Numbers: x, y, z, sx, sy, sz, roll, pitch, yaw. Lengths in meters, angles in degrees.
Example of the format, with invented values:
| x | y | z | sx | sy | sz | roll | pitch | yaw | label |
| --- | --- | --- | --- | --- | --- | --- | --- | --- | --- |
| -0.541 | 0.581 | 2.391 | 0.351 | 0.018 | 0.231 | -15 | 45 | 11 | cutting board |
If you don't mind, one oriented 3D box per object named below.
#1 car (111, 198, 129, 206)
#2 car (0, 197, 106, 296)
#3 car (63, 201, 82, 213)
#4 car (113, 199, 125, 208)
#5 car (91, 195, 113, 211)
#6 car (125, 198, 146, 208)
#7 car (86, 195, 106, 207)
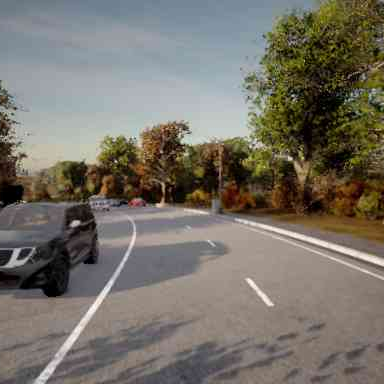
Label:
| x | y | z | sx | sy | sz | roll | pitch | yaw | label |
| --- | --- | --- | --- | --- | --- | --- | --- | --- | --- |
| -13.731 | 1.920 | 63.200 | 1.895 | 1.301 | 4.718 | -2 | 0 | -32 | car |
| -4.055 | 1.284 | 9.075 | 2.150 | 2.045 | 5.566 | 0 | -1 | -4 | car |
| -16.047 | 1.982 | 44.579 | 2.033 | 1.411 | 5.357 | -2 | 0 | -23 | car |
| -13.444 | 1.897 | 55.453 | 2.033 | 1.411 | 5.357 | -2 | 0 | -29 | car |
| -12.810 | 1.554 | 45.887 | 2.150 | 2.045 | 5.566 | -2 | 0 | -23 | car |
| -8.881 | 1.746 | 54.118 | 1.812 | 1.442 | 4.674 | -2 | 0 | -27 | car |
| -18.765 | 1.703 | 64.712 | 2.150 | 2.045 | 5.566 | -2 | 0 | -34 | car |
